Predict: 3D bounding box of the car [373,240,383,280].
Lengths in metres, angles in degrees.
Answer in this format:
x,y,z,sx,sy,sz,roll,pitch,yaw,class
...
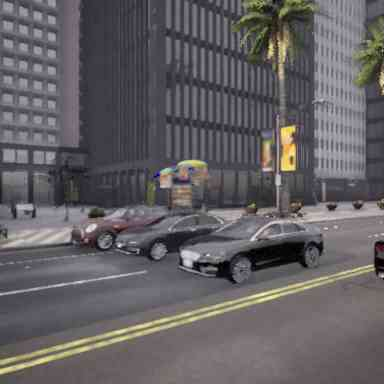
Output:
x,y,z,sx,sy,sz,roll,pitch,yaw,class
6.649,1.489,8.595,5.008,1.535,1.882,0,0,-36,car

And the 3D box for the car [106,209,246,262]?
x,y,z,sx,sy,sz,roll,pitch,yaw,class
-0.420,1.519,12.351,4.892,1.490,1.837,0,0,-36,car

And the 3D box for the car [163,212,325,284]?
x,y,z,sx,sy,sz,roll,pitch,yaw,class
1.875,1.503,9.693,4.902,1.511,2.128,0,0,-36,car

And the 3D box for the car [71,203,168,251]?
x,y,z,sx,sy,sz,roll,pitch,yaw,class
-2.767,1.370,14.350,4.553,1.767,2.185,0,0,-36,car
